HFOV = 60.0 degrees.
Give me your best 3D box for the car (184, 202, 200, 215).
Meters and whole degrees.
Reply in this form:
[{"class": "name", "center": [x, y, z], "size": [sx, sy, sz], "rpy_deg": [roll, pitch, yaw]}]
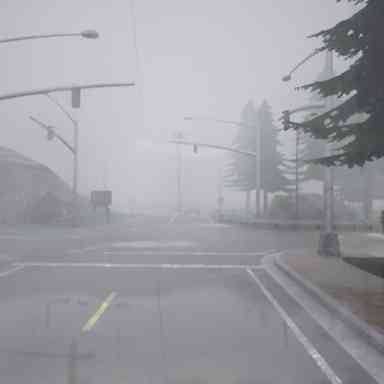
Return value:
[{"class": "car", "center": [-0.021, 1.981, 40.860], "size": [1.812, 1.442, 4.674], "rpy_deg": [0, -1, 0]}]
